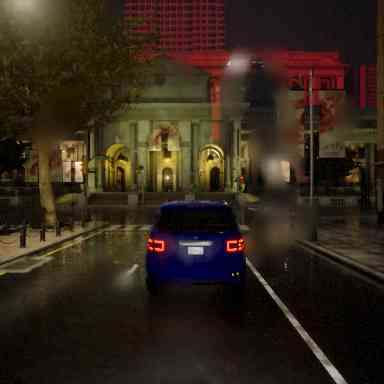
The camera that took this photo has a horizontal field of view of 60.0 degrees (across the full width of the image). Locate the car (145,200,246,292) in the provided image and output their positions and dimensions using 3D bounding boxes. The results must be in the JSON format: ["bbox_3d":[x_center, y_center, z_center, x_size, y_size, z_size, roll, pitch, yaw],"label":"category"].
[{"bbox_3d":[0.100,1.221,9.089,2.150,2.045,5.566,0,0,1],"label":"car"}]
